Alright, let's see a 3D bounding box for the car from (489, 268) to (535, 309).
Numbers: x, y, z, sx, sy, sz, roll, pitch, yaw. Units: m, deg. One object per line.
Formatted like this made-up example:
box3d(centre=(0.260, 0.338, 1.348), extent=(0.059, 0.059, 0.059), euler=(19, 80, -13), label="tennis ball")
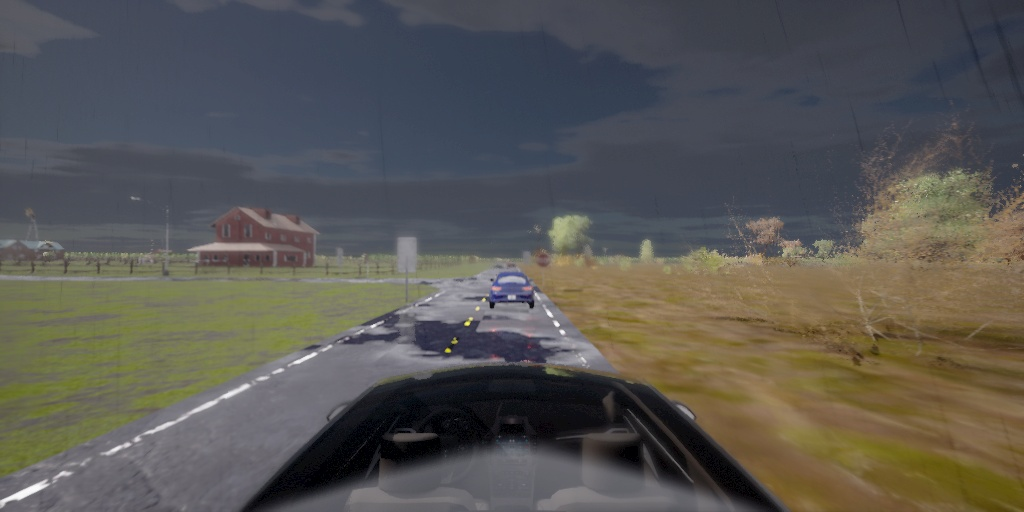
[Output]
box3d(centre=(-0.008, 1.411, 15.767), extent=(1.812, 1.442, 4.674), euler=(0, -1, 0), label="car")
